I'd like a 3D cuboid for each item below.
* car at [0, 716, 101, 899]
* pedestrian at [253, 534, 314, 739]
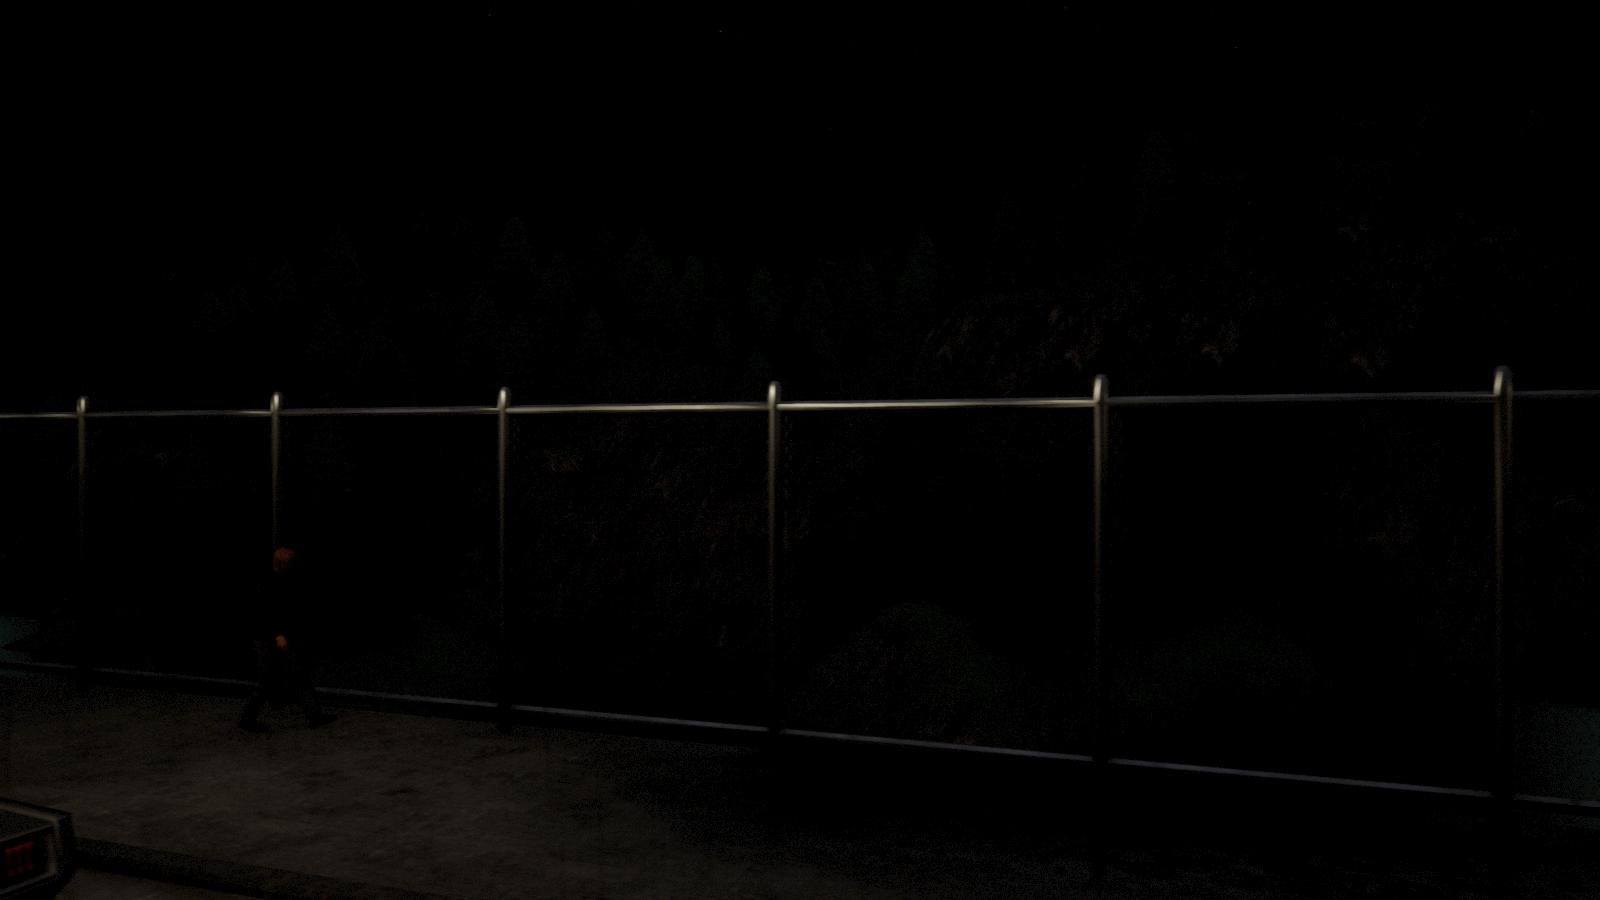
[{"bbox_3d":[-6.326,2.149,6.097,4.718,1.301,1.895,0,0,20],"label":"car"},{"bbox_3d":[-4.857,1.738,10.760,0.375,1.860,0.375,0,0,10],"label":"pedestrian"}]
